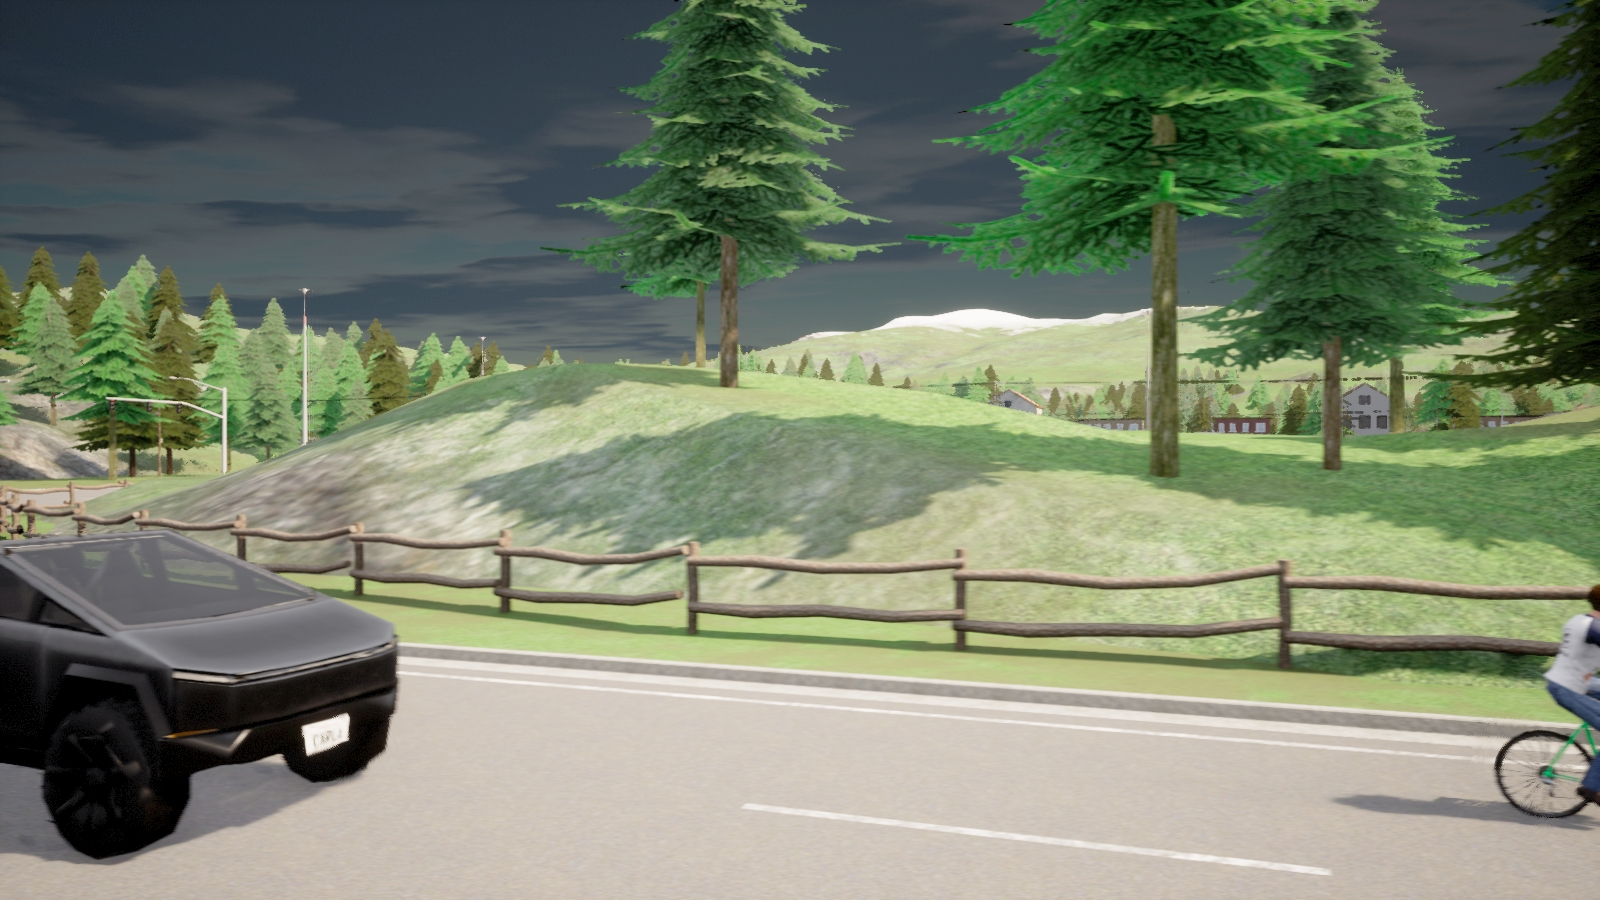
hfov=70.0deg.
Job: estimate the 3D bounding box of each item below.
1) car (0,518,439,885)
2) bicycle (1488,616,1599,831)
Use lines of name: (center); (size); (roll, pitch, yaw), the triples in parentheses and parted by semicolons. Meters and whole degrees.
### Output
car: (-6.375, 1.750, 9.658); (6.274, 2.098, 2.390); (0, 0, 22)
bicycle: (6.124, 2.057, 8.526); (1.643, 1.496, 0.373); (1, 0, 20)
